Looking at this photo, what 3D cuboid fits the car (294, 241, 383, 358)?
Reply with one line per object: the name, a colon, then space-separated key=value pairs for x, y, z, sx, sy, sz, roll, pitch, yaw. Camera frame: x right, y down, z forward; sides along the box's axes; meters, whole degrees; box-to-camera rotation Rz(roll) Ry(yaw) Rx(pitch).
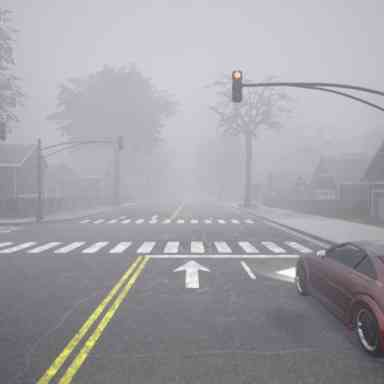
car: x=3.341 y=1.561 z=5.997 sx=1.994 sy=1.385 sz=4.181 roll=0 pitch=0 yaw=0
